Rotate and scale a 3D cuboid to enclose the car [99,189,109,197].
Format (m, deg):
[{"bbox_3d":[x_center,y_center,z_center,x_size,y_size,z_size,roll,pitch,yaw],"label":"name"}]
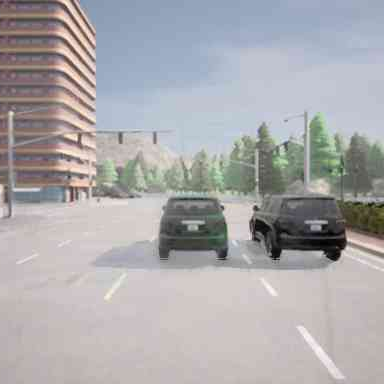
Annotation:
[{"bbox_3d":[-24.332,0.462,84.390,4.553,1.767,2.097,0,1,23],"label":"car"}]

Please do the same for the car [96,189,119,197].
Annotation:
[{"bbox_3d":[-22.209,0.302,87.263,5.566,2.045,2.150,0,1,23],"label":"car"}]

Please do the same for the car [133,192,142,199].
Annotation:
[{"bbox_3d":[-12.741,0.786,71.227,2.033,1.411,5.357,0,1,-38],"label":"car"}]

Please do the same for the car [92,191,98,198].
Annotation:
[{"bbox_3d":[-26.026,0.723,81.322,4.718,1.301,1.895,0,1,27],"label":"car"}]

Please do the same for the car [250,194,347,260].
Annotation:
[{"bbox_3d":[3.550,1.090,12.080,2.150,2.045,5.566,0,0,1],"label":"car"}]

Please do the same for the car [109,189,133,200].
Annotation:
[{"bbox_3d":[-14.589,0.636,67.968,2.097,1.767,4.553,0,1,-38],"label":"car"}]

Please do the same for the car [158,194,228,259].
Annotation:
[{"bbox_3d":[0.055,1.090,12.115,2.150,2.045,5.566,0,0,0],"label":"car"}]
